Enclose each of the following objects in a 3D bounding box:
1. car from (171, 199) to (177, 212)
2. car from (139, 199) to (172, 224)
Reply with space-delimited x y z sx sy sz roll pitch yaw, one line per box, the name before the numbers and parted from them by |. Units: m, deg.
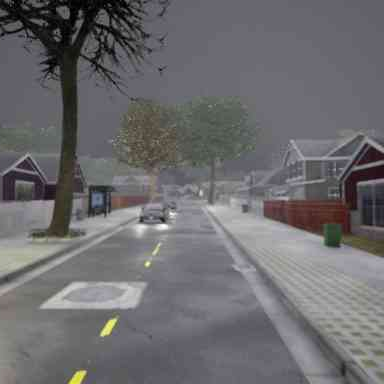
car | -2.756 1.502 38.846 1.994 1.385 4.181 0 0 0
car | -2.774 1.519 25.084 1.812 1.442 4.674 0 0 0
